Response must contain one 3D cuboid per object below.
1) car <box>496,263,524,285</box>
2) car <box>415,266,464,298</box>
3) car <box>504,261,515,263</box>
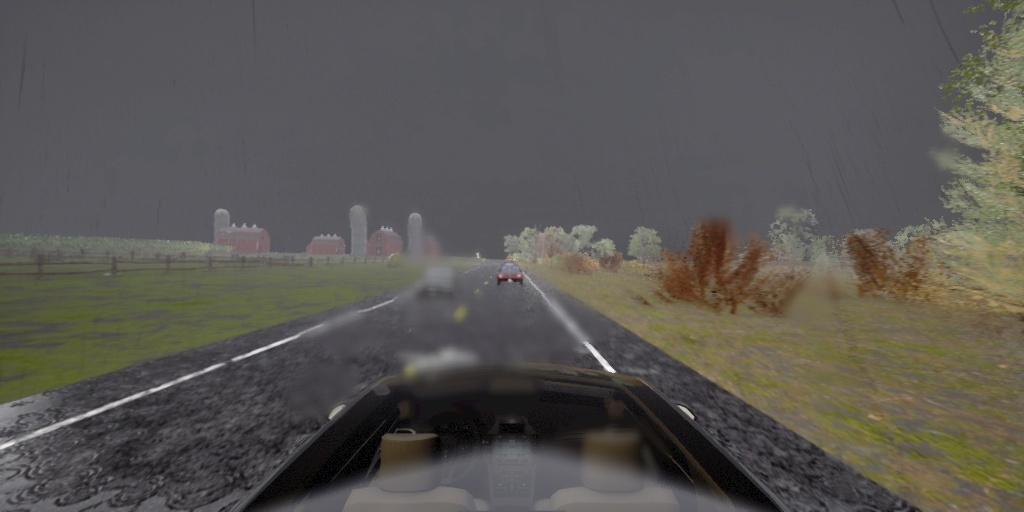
[{"bbox_3d":[-0.142,1.396,26.599,1.895,1.301,4.718,0,0,0],"label":"car"},{"bbox_3d":[-3.576,1.295,18.498,1.837,1.490,4.892,0,0,0],"label":"car"},{"bbox_3d":[-0.312,1.354,43.333,1.812,1.442,4.674,0,0,-1],"label":"car"}]
